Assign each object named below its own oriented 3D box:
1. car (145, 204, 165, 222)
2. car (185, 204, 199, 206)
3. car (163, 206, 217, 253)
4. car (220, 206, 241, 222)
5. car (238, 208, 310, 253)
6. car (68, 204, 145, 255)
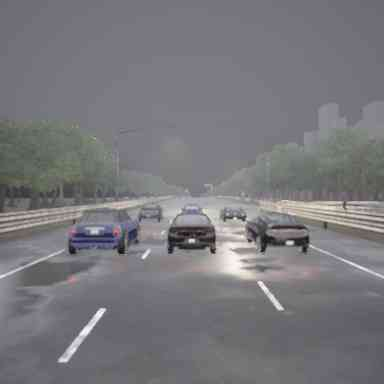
[{"bbox_3d":[-3.500,1.765,29.302,2.128,1.511,4.902,0,0,0],"label":"car"},{"bbox_3d":[0.001,1.799,29.377,1.812,1.442,4.674,0,0,0],"label":"car"},{"bbox_3d":[0.004,1.616,14.469,1.882,1.535,5.008,0,0,0],"label":"car"},{"bbox_3d":[3.497,1.872,29.113,1.895,1.301,4.718,0,0,0],"label":"car"},{"bbox_3d":[3.503,1.629,14.306,2.128,1.511,4.902,0,0,0],"label":"car"},{"bbox_3d":[-3.499,1.484,14.081,2.097,1.767,4.553,0,-1,0],"label":"car"}]
